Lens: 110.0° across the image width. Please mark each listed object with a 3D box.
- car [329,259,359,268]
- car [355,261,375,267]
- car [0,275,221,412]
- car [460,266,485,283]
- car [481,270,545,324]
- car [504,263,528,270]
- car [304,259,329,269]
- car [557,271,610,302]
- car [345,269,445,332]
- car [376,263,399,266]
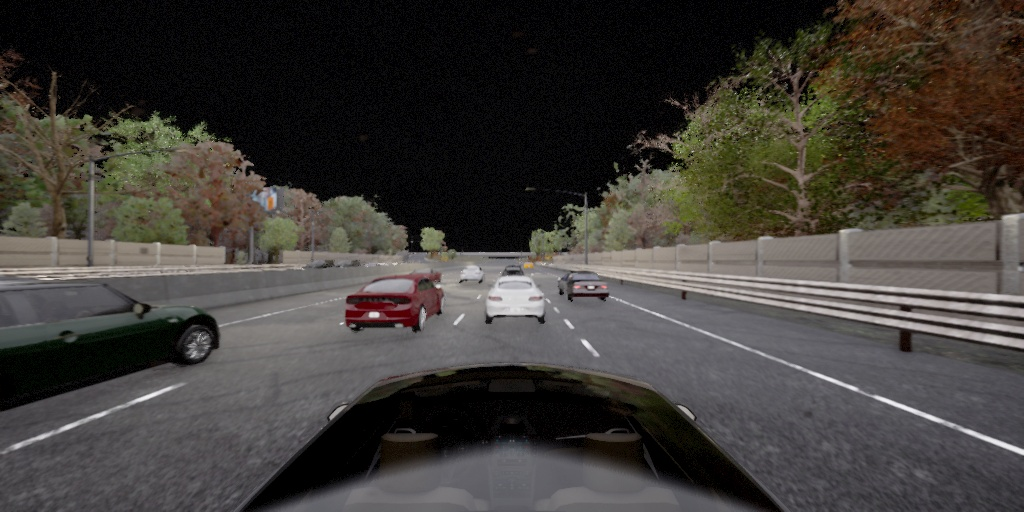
[{"bbox_3d":[-24.546,1.519,53.594,2.150,2.045,5.566,0,-1,1],"label":"car"},{"bbox_3d":[-21.039,1.848,53.797,2.033,1.411,5.357,0,-1,1],"label":"car"},{"bbox_3d":[-6.901,1.139,5.316,2.097,1.767,4.553,0,-1,0],"label":"car"},{"bbox_3d":[-3.412,1.585,31.353,1.812,1.442,4.674,0,-1,0],"label":"car"},{"bbox_3d":[0.100,1.386,12.444,1.812,1.442,4.674,0,-1,0],"label":"car"},{"bbox_3d":[0.105,1.551,30.201,1.837,1.490,4.892,0,-1,0],"label":"car"},{"bbox_3d":[-28.038,1.509,52.702,2.150,2.045,5.566,0,-1,1],"label":"car"},{"bbox_3d":[3.492,1.469,18.367,2.033,1.411,5.357,0,-1,0],"label":"car"},{"bbox_3d":[-3.399,1.327,11.314,1.882,1.535,5.008,0,-1,0],"label":"car"},{"bbox_3d":[-17.561,1.775,52.280,2.128,1.511,4.902,0,-1,0],"label":"car"}]
